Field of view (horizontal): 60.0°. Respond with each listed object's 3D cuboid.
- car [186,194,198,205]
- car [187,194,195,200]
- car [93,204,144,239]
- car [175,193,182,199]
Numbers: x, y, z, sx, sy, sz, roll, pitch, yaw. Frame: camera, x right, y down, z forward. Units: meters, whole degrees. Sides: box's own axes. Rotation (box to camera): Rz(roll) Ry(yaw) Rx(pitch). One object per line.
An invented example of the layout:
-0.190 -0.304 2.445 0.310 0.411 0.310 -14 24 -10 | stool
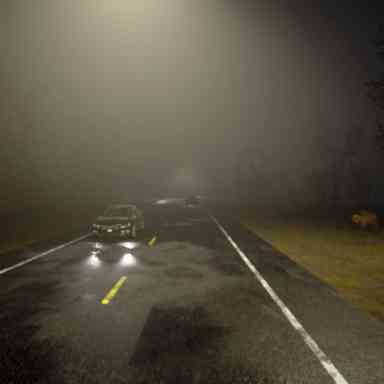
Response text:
-0.011 1.340 53.219 1.994 1.385 4.181 0 0 0 | car
-0.247 1.255 80.900 1.895 1.301 4.718 0 0 0 | car
-3.593 1.433 16.957 1.837 1.490 4.892 0 0 0 | car
-3.811 1.081 94.179 1.882 1.535 5.008 0 0 0 | car
